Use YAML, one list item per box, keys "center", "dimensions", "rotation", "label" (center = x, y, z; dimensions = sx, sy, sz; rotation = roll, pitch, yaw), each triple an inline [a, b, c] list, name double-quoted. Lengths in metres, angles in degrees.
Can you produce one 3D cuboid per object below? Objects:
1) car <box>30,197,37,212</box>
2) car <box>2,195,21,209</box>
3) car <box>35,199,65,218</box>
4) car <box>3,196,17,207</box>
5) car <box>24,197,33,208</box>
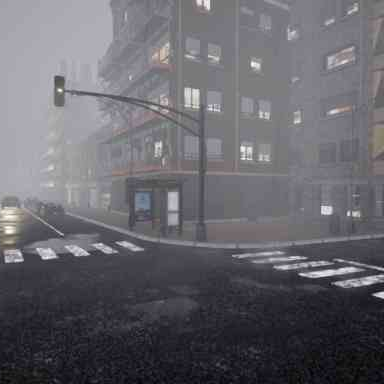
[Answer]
- center: [-15.295, 1.541, 34.540]
  dimensions: [1.887, 1.381, 4.507]
  rotation: [0, 0, -30]
  label: "car"
- center: [-24.432, 1.347, 45.018]
  dimensions: [2.097, 1.767, 4.553]
  rotation: [0, 0, -30]
  label: "car"
- center: [-12.475, 1.547, 29.658]
  dimensions: [2.008, 1.369, 4.403]
  rotation: [0, 0, -30]
  label: "car"
- center: [-29.336, 1.472, 53.477]
  dimensions: [1.882, 1.535, 5.008]
  rotation: [0, 0, -30]
  label: "car"
- center: [-23.758, 1.435, 49.188]
  dimensions: [1.967, 1.590, 4.097]
  rotation: [0, 0, -30]
  label: "car"
